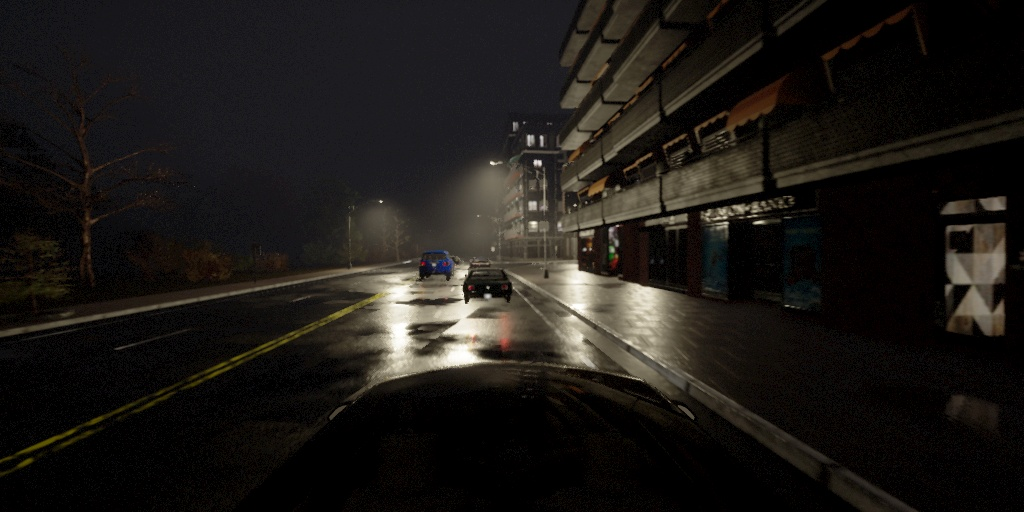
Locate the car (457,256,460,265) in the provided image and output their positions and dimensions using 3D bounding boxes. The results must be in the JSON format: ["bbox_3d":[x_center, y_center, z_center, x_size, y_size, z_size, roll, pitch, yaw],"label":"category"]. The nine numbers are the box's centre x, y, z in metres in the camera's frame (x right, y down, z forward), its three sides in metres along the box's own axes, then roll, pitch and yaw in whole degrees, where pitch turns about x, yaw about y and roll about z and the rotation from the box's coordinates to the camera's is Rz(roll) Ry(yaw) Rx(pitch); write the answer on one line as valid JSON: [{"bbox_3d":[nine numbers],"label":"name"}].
[{"bbox_3d":[-9.034,0.664,55.183,1.895,1.301,4.718,-1,1,-8],"label":"car"}]

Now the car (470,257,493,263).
[{"bbox_3d":[-2.797,0.806,32.538,2.128,1.511,4.902,-1,1,-3],"label":"car"}]

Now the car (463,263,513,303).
[{"bbox_3d":[-1.082,1.154,15.344,1.895,1.301,4.718,-1,1,-5],"label":"car"}]

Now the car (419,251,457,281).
[{"bbox_3d":[-5.484,0.662,26.509,2.150,2.045,5.566,-1,1,-6],"label":"car"}]
